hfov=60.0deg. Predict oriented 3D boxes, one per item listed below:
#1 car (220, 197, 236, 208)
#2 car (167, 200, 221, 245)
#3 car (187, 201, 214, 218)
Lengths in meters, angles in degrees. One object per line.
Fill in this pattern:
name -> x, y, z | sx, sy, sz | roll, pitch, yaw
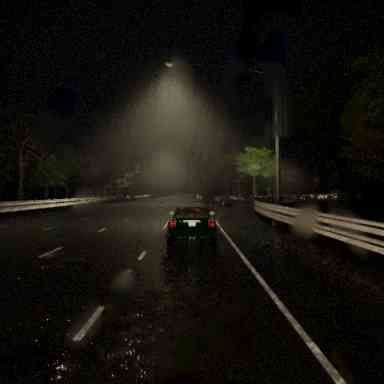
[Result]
car -> 5.063, 1.488, 48.288 | 1.812, 1.442, 4.674 | 0, 0, 20
car -> 0.010, 1.337, 15.694 | 2.097, 1.767, 4.553 | 0, 0, 0
car -> 0.872, 1.538, 30.904 | 1.994, 1.385, 4.181 | 0, 0, 8
